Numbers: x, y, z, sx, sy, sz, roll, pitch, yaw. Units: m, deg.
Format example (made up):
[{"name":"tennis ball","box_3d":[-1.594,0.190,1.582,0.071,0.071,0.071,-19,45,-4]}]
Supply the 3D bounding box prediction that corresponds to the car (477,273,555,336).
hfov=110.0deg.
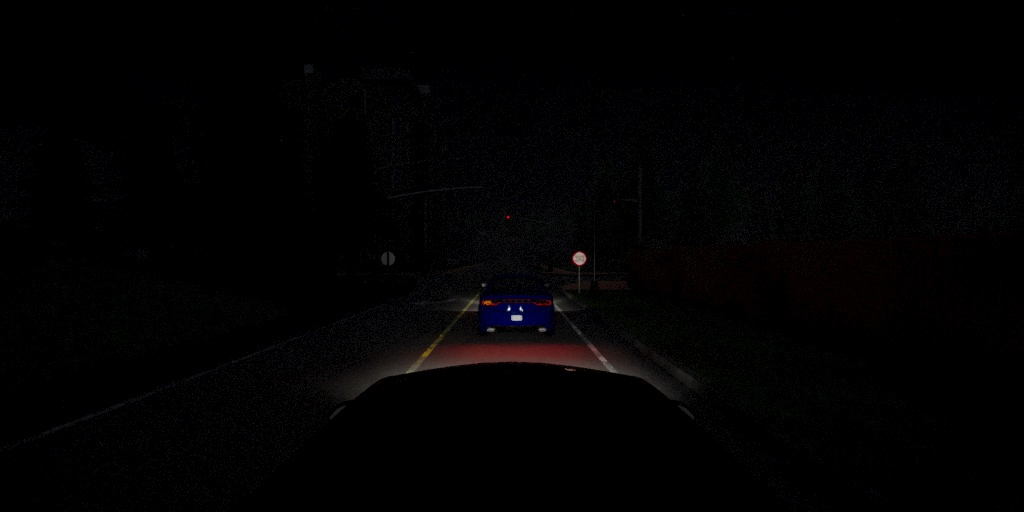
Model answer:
[{"name":"car","box_3d":[0.100,1.228,10.458,1.882,1.535,5.008,0,0,0]}]
